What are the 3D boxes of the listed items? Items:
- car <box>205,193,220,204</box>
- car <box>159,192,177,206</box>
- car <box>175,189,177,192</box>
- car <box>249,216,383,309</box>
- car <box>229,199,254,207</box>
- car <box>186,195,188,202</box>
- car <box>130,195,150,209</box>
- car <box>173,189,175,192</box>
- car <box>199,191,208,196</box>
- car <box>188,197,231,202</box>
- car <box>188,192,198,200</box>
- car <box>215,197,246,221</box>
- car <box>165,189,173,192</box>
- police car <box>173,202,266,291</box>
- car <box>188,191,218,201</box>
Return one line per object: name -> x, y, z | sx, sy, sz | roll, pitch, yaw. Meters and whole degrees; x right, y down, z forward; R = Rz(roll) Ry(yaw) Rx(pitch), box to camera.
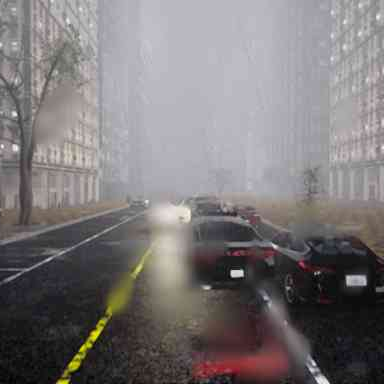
car -> 2.830, 0.903, 47.035 | 1.887, 1.381, 4.507 | -1, 1, 0
car -> -2.928, 1.042, 41.069 | 1.895, 1.301, 4.718 | 0, 1, 1
car -> -5.426, 0.124, 86.531 | 2.192, 1.841, 5.009 | -1, 1, 0
car -> 2.705, 1.462, 7.540 | 1.947, 1.339, 4.313 | -1, 1, 0
car -> 2.740, 1.288, 18.824 | 1.887, 1.381, 4.507 | -1, 1, 0
car -> 0.191, 0.930, 46.455 | 1.994, 1.385, 4.181 | 0, 1, -1
car -> -5.586, 1.065, 35.767 | 2.008, 1.369, 4.403 | -1, 1, 0
car -> -5.459, 0.550, 75.253 | 1.802, 1.307, 4.206 | -1, 1, 0
car -> 2.957, 0.359, 86.531 | 2.008, 1.369, 4.403 | -1, 1, 0
car -> 0.877, 1.250, 18.806 | 1.837, 1.490, 4.892 | 0, 1, 0
car -> 0.201, 0.691, 63.800 | 1.994, 1.385, 4.181 | 0, 1, 0
car -> 2.759, 1.190, 24.636 | 1.752, 1.417, 4.829 | -1, 1, 0
car -> -5.479, 0.575, 69.442 | 1.752, 1.417, 4.829 | -1, 1, 0
police car -> 0.632, 1.304, 8.873 | 1.930, 1.638, 5.238 | 0, 1, -5
car -> 0.925, 1.015, 24.773 | 2.097, 1.767, 4.553 | 0, 1, 0
